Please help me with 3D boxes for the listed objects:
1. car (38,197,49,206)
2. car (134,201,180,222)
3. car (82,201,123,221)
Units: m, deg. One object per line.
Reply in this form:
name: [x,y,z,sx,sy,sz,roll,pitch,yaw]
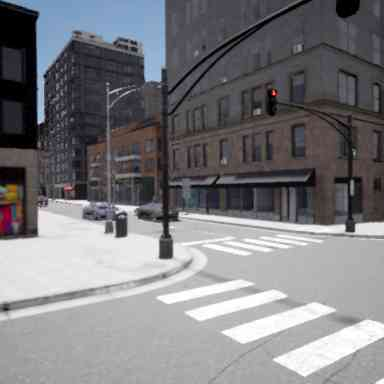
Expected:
car: [-20.886,1.276,45.393,1.895,1.301,4.718,-1,1,-35]
car: [-2.704,1.401,25.012,1.994,1.385,4.181,-1,1,-35]
car: [-6.974,1.416,25.673,1.994,1.385,4.181,-1,1,-35]
